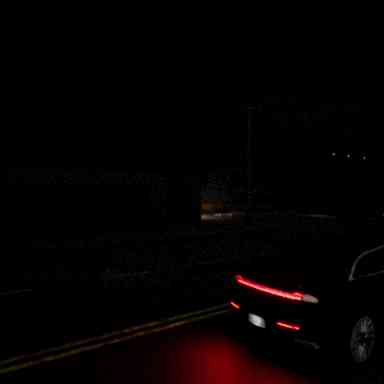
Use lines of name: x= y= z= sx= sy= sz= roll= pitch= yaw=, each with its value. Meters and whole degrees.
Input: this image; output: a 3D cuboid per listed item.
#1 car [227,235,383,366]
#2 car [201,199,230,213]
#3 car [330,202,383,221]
car: x=2.843 y=1.517 z=5.861 sx=4.902 sy=1.511 sz=2.128 roll=0 pitch=0 yaw=-35
car: x=2.347 y=1.591 z=39.171 sx=1.882 sy=1.535 sz=5.008 roll=0 pitch=0 yaw=-37
car: x=14.371 y=1.622 z=28.936 sx=2.128 sy=1.511 sz=4.902 roll=1 pitch=0 yaw=-26
